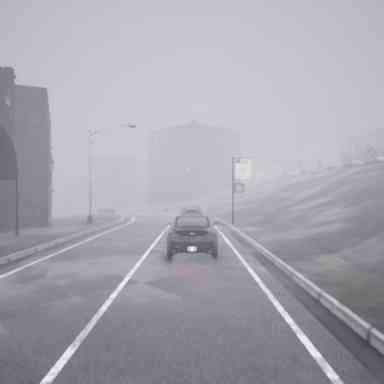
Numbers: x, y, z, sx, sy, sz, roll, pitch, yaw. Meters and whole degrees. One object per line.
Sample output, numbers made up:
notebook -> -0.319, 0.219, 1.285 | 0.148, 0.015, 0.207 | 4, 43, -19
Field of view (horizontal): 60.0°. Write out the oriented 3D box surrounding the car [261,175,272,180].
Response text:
car -> 20.874, -3.610, 88.948 | 2.231, 1.521, 4.892 | 0, 0, -1

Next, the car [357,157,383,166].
car -> 22.087, -3.445, 39.247 | 2.002, 1.452, 4.674 | 0, 0, -3

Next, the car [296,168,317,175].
car -> 21.483, -3.705, 61.247 | 2.185, 1.767, 4.553 | 0, 0, -1

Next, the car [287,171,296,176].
car -> 21.363, -3.550, 66.739 | 2.002, 1.452, 4.674 | 0, 0, -1

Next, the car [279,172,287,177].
car -> 21.238, -3.727, 72.414 | 2.185, 1.767, 4.553 | 0, 0, -1

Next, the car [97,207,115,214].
car -> -15.576, 3.336, 60.335 | 1.895, 1.301, 4.718 | 0, -3, -36

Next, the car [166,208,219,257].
car -> 0.019, 1.642, 13.453 | 1.837, 1.490, 4.892 | 0, 0, 0

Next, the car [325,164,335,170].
car -> 21.723, -3.553, 50.309 | 2.231, 1.521, 4.892 | 0, 0, -1

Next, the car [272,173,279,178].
car -> 21.117, -3.734, 77.933 | 2.185, 1.767, 4.553 | 0, 0, -1

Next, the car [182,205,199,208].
car -> -0.149, 1.904, 28.523 | 1.837, 1.490, 4.892 | 0, -1, -4

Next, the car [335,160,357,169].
car -> 21.853, -3.528, 44.790 | 2.231, 1.521, 4.892 | 0, 0, -1
